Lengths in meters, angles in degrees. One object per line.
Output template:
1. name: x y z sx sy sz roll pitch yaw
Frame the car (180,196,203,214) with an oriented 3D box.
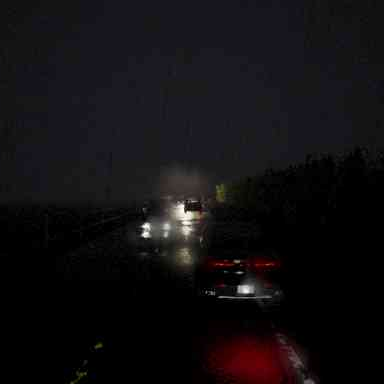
1. car: 0.112 1.491 35.580 2.128 1.511 4.902 0 0 0

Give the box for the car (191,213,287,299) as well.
1. car: 0.972 1.505 8.411 1.837 1.490 4.892 0 0 0

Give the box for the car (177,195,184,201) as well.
1. car: -2.661 1.554 83.352 2.033 1.411 5.357 0 0 0

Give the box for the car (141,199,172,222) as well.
1. car: -2.723 1.351 26.565 2.097 1.767 4.553 0 0 0

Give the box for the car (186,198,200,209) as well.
1. car: 0.121 1.526 45.754 1.812 1.442 4.674 0 0 0
